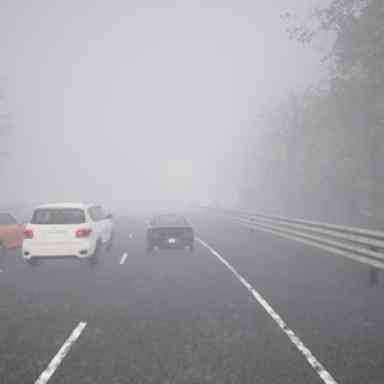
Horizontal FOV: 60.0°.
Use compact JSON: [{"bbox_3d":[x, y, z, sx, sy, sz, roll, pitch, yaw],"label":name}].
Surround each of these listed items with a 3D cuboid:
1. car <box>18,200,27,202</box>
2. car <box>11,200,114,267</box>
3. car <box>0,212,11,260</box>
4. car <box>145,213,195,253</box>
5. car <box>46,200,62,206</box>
[{"bbox_3d":[-37.780,2.591,74.255,4.892,1.490,1.837,-1,-1,43],"label":"car"},{"bbox_3d":[-4.254,1.402,12.289,2.150,2.045,5.566,0,0,-6],"label":"car"},{"bbox_3d":[-7.887,1.554,12.965,2.097,1.767,4.553,0,-1,-7],"label":"car"},{"bbox_3d":[-1.064,1.678,14.843,1.882,1.535,5.008,0,0,-7],"label":"car"},{"bbox_3d":[-32.809,2.652,79.183,4.674,1.442,1.812,-1,-1,43],"label":"car"}]
